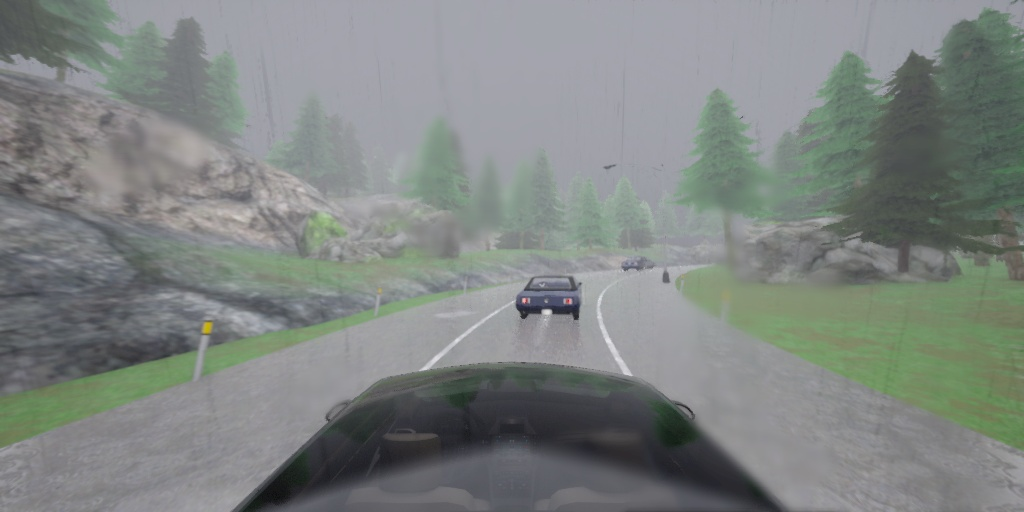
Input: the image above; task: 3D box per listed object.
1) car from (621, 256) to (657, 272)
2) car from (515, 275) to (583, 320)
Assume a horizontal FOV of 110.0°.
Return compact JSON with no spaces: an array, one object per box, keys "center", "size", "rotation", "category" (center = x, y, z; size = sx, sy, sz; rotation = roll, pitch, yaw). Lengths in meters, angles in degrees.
[{"center":[12.597,0.741,35.492],"size":[2.033,1.411,5.357],"rotation":[-4,-1,39],"category":"car"},{"center":[1.475,1.293,12.451],"size":[1.895,1.301,4.718],"rotation":[-1,1,12],"category":"car"}]
